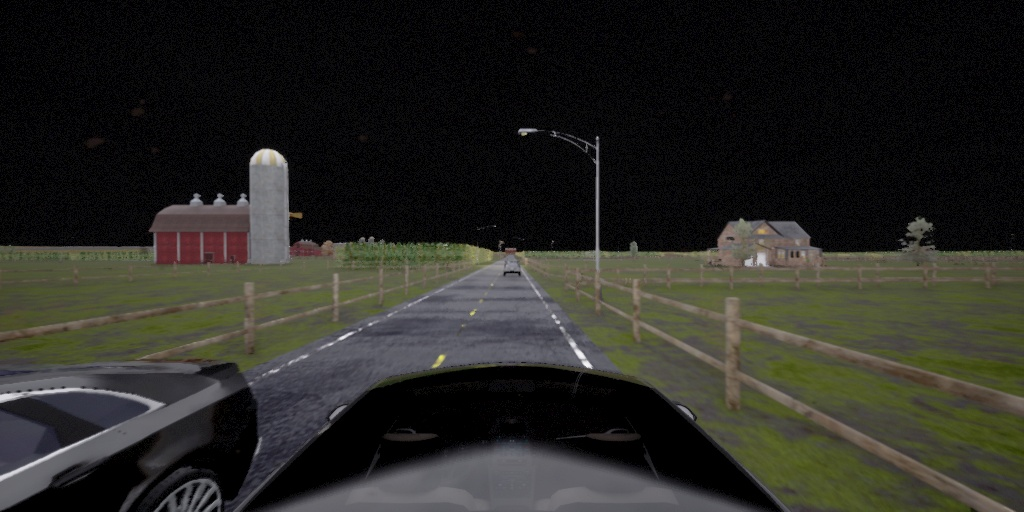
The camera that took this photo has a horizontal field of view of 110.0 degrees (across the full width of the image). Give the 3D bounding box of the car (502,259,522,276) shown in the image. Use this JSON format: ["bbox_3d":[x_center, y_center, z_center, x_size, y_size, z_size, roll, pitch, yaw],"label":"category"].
[{"bbox_3d":[0.011,1.261,36.053,2.033,1.411,5.357,0,0,0],"label":"car"}]

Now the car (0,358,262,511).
[{"bbox_3d":[-2.836,1.243,0.694,2.128,1.511,4.902,0,0,0],"label":"car"}]
